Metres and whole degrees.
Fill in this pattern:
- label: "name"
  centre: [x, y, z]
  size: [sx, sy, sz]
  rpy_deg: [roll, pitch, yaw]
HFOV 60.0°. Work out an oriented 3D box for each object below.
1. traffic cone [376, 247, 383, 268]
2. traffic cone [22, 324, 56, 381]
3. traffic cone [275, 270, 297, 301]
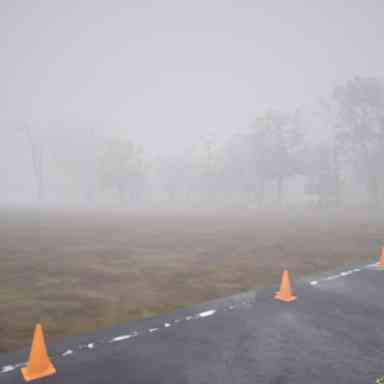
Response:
- label: "traffic cone"
  centre: [5.891, 1.998, 10.199]
  size: [0.340, 0.580, 0.340]
  rpy_deg: [0, 0, -39]
- label: "traffic cone"
  centre: [-1.931, 1.970, 4.197]
  size: [0.340, 0.580, 0.340]
  rpy_deg: [0, 0, -36]
- label: "traffic cone"
  centre: [2.019, 1.984, 7.148]
  size: [0.340, 0.580, 0.340]
  rpy_deg: [0, 0, -37]
